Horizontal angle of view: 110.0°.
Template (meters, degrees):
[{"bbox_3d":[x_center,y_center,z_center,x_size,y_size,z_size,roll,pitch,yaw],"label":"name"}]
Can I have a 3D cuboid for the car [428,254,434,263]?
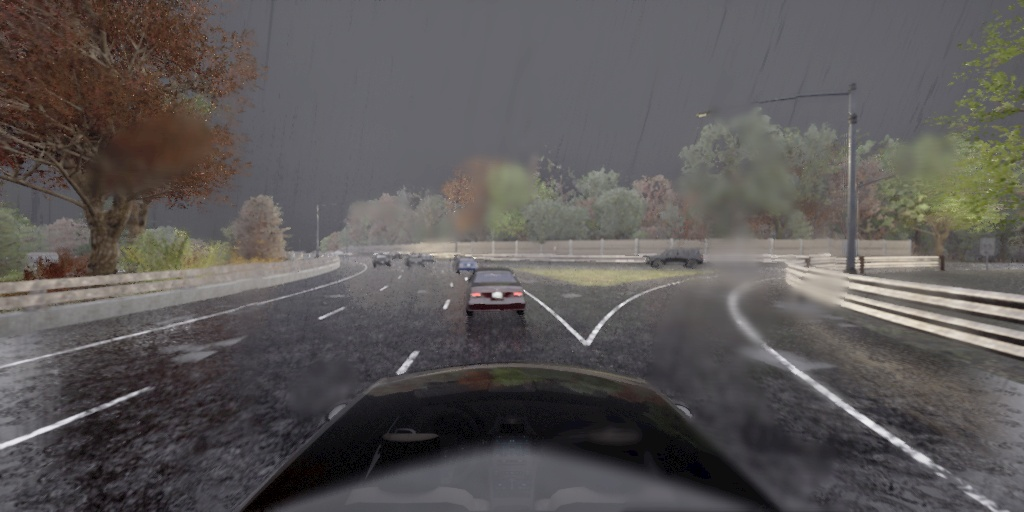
[{"bbox_3d":[-13.415,0.301,54.516,2.033,1.411,5.357,-1,1,-28],"label":"car"}]

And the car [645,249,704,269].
[{"bbox_3d":[16.788,0.242,37.197,5.566,2.045,2.150,0,1,9],"label":"car"}]

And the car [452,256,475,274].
[{"bbox_3d":[-4.125,0.731,31.405,2.033,1.411,5.357,0,1,-14],"label":"car"}]

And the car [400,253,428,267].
[{"bbox_3d":[-11.726,0.470,42.726,2.128,1.511,4.902,-1,1,-22],"label":"car"}]

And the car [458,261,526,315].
[{"bbox_3d":[-0.675,1.090,12.519,2.033,1.411,5.357,0,1,-6],"label":"car"}]

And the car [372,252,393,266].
[{"bbox_3d":[-15.962,0.492,43.767,1.812,1.442,4.674,0,1,-23],"label":"car"}]
